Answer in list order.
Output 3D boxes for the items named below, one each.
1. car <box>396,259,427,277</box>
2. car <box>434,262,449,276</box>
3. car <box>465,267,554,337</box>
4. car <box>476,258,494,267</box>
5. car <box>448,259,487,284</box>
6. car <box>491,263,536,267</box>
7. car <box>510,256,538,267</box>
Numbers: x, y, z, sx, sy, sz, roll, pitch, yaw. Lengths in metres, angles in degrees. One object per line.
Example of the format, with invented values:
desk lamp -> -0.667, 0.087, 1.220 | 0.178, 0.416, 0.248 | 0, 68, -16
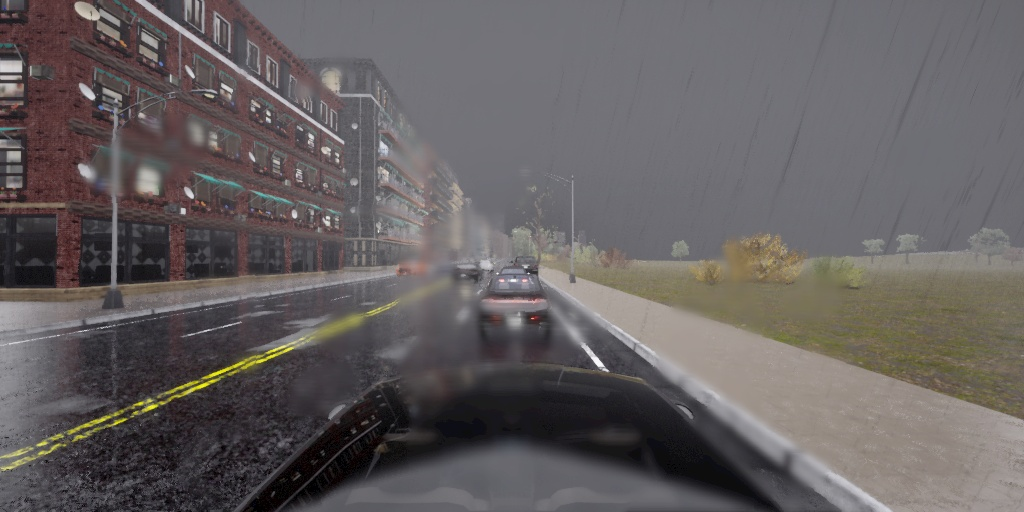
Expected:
car -> -9.923, 1.105, 35.763 | 2.097, 1.767, 4.553 | 0, 0, 0
car -> -6.677, 1.301, 37.238 | 2.033, 1.411, 5.357 | 0, 0, 0
car -> 0.083, 1.243, 10.345 | 2.128, 1.511, 4.902 | 0, 0, 0
car -> -3.232, 1.280, 44.252 | 1.812, 1.442, 4.674 | 0, -1, 1
car -> -3.202, 1.231, 26.677 | 1.882, 1.535, 5.008 | 0, 0, 0
car -> 0.065, 1.300, 20.785 | 2.033, 1.411, 5.357 | 0, 0, 0
car -> 1.076, 0.978, 30.997 | 2.150, 2.045, 5.566 | 0, 0, 0
